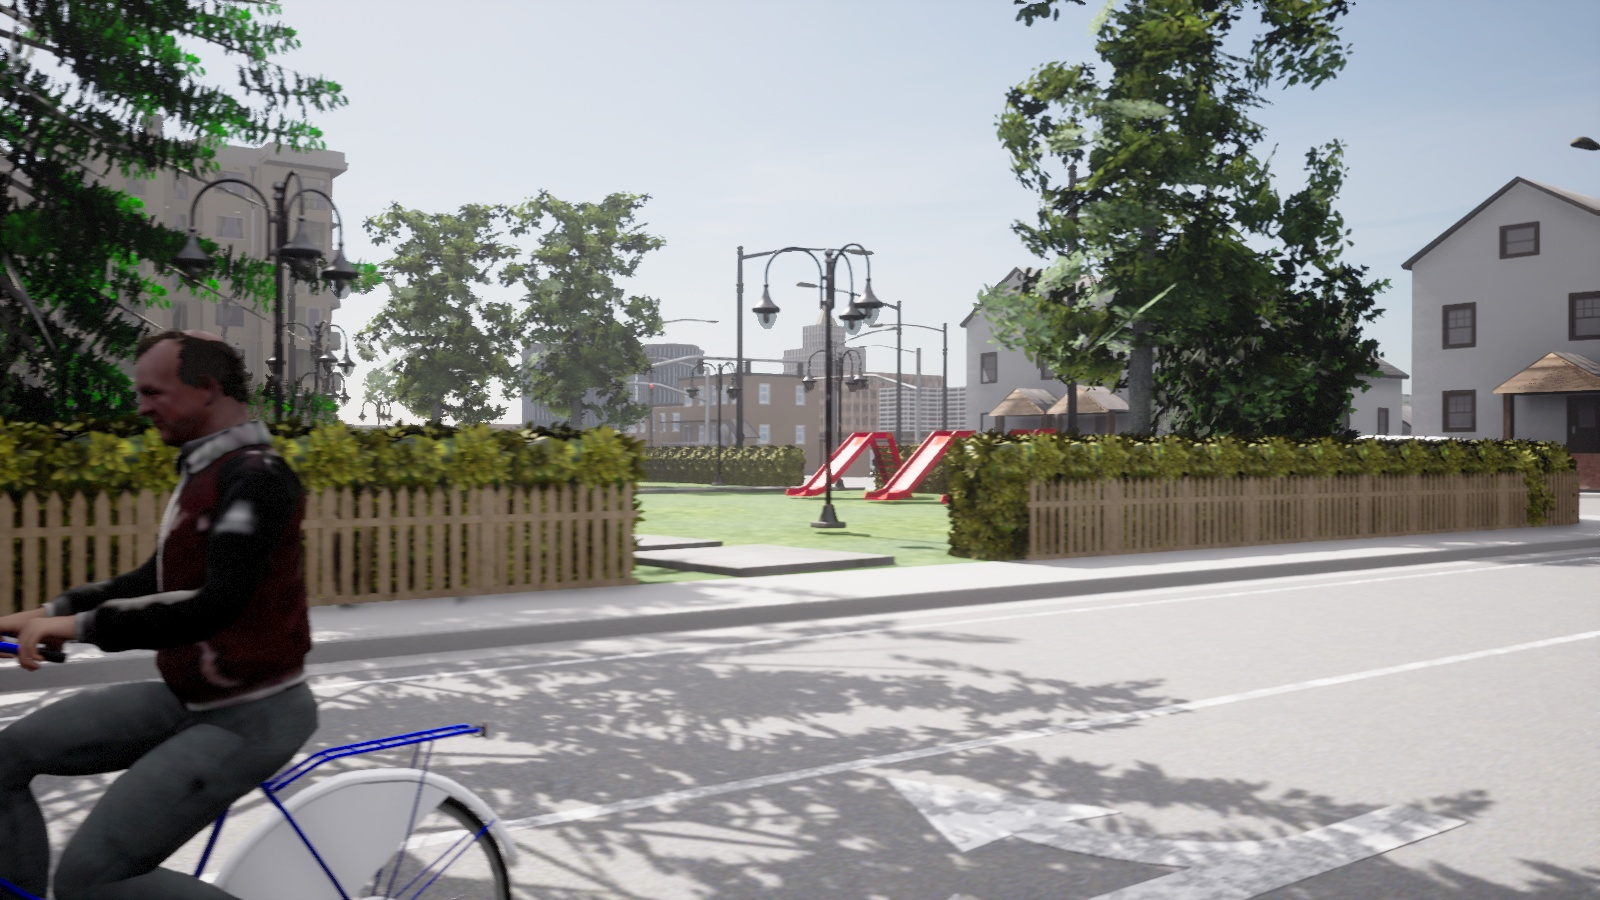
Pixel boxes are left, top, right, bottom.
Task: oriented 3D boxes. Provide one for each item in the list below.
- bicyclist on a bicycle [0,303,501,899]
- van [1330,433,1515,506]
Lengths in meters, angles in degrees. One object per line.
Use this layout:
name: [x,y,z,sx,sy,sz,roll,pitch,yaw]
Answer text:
bicyclist on a bicycle: [-1.612,0.625,2.534,1.843,1.776,0.659,0,0,-35]
van: [18.529,0.517,37.545,2.069,2.038,4.480,0,1,-35]
